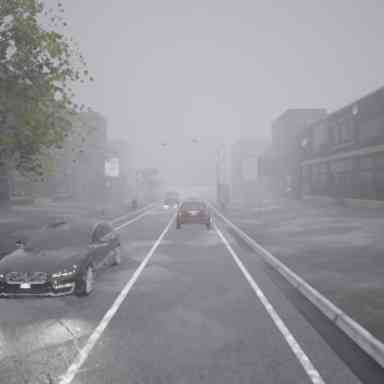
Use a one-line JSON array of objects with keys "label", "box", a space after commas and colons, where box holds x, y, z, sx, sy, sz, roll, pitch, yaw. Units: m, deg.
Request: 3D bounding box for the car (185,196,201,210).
[{"label": "car", "box": [0.073, 1.298, 40.406, 1.837, 1.490, 4.892, 0, 1, 0]}]

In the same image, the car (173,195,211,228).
[{"label": "car", "box": [0.084, 1.302, 21.951, 2.097, 1.767, 4.553, 0, 0, 0]}]

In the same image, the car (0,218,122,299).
[{"label": "car", "box": [-3.105, 1.498, 8.624, 1.837, 1.490, 4.892, 0, 0, 0]}]

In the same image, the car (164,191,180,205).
[{"label": "car", "box": [-3.095, 0.881, 51.805, 2.150, 2.045, 5.566, 0, 1, 0]}]
